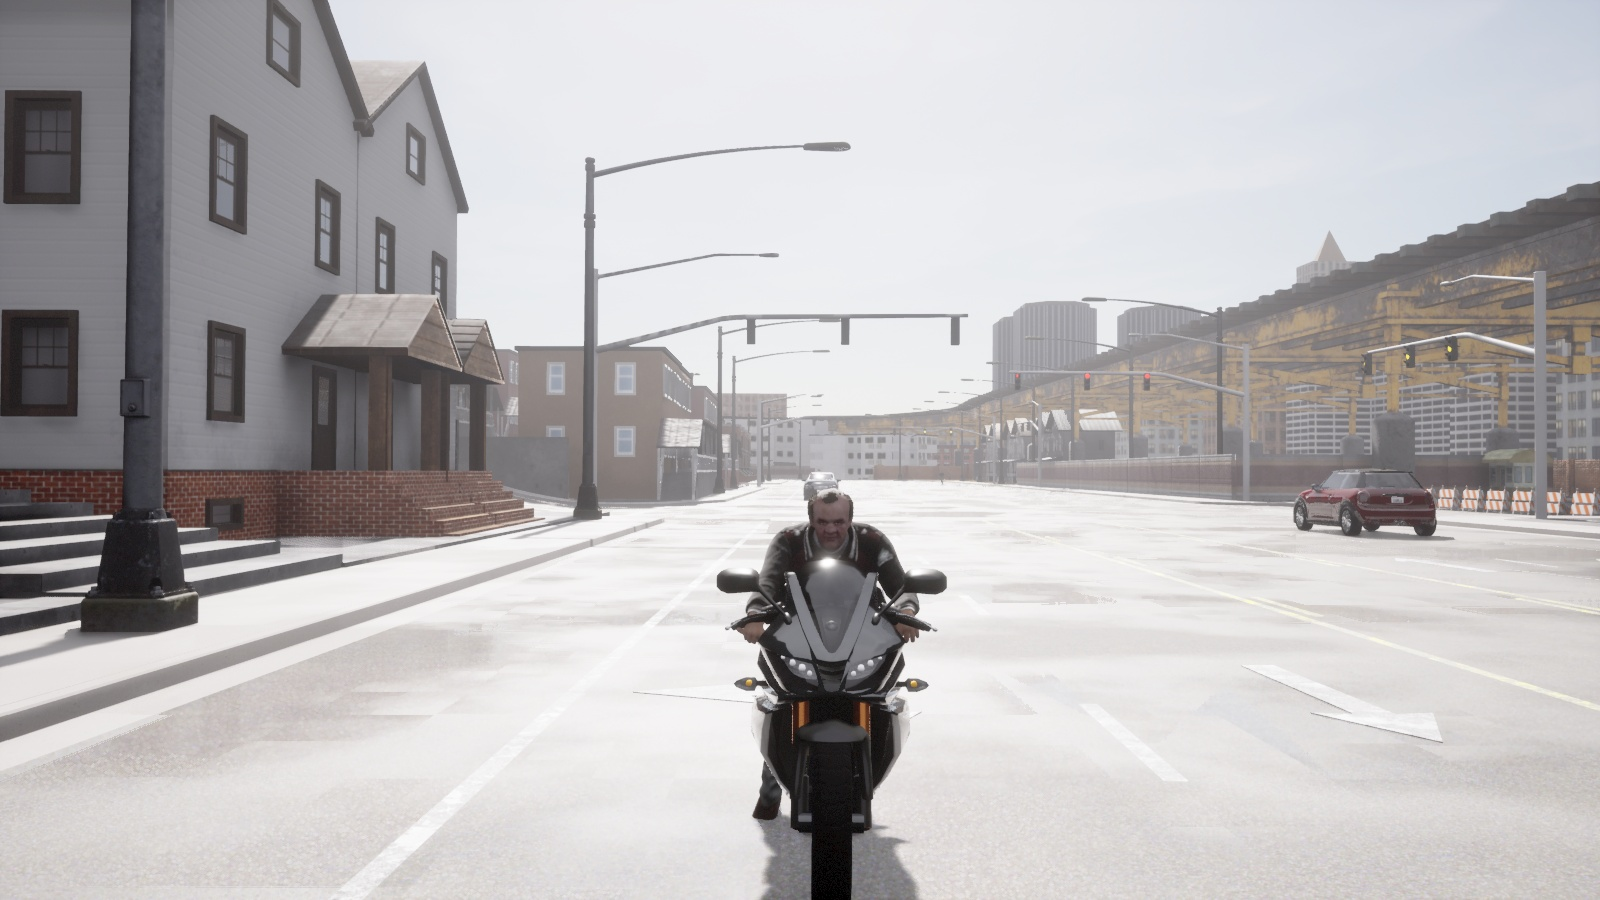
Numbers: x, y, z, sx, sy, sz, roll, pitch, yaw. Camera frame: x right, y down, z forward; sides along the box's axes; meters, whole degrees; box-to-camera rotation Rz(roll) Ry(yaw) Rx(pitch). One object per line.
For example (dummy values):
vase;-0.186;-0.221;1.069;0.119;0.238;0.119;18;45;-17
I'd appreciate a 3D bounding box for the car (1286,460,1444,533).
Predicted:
car;14.574;1.162;32.692;2.097;1.767;4.553;0;-1;1

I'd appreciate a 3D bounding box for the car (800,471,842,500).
car;1.191;1.906;68.064;2.128;1.511;4.902;0;-1;2

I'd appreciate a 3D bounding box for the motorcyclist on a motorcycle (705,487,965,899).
motorcyclist on a motorcycle;0.135;0.938;5.312;0.866;1.530;2.191;0;-1;1
